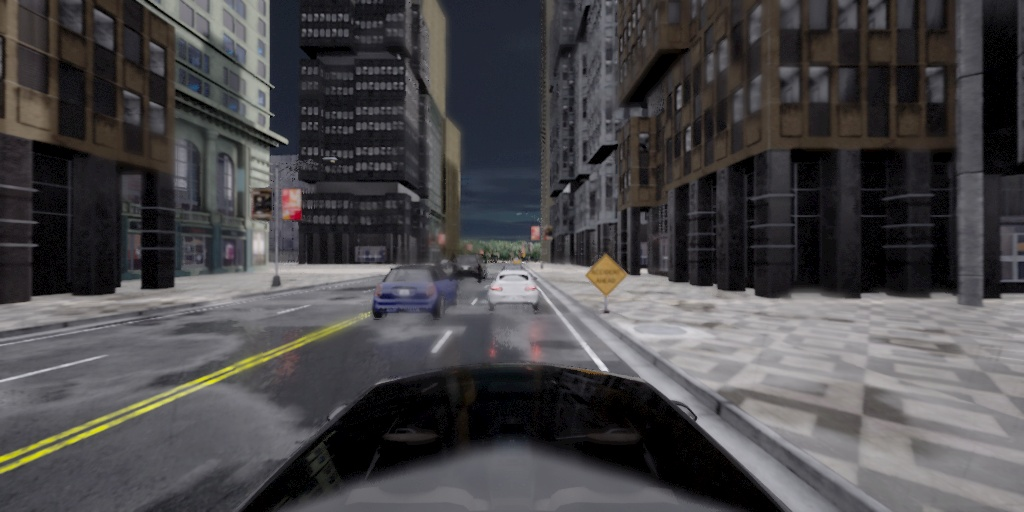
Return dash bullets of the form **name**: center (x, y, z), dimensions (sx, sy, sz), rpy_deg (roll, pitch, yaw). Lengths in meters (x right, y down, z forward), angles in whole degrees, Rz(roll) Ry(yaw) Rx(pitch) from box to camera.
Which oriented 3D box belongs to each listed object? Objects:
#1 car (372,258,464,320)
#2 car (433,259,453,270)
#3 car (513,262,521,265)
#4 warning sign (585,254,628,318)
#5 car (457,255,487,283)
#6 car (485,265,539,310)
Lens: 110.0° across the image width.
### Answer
- **car**: center (-3.186, 1.090, 12.776), dimensions (2.097, 1.767, 4.553), rpy_deg (0, 0, 0)
- **car**: center (-9.830, 1.170, 51.136), dimensions (1.882, 1.535, 5.008), rpy_deg (0, 0, 0)
- **car**: center (0.061, 1.323, 27.324), dimensions (1.895, 1.301, 4.718), rpy_deg (0, 0, 0)
- **warning sign**: center (2.849, 0.856, 10.872), dimensions (1.300, 1.860, 1.060), rpy_deg (0, 0, 0)
- **car**: center (-3.187, 0.945, 27.758), dimensions (2.150, 2.045, 5.566), rpy_deg (0, 0, 0)
- **car**: center (0.071, 1.262, 14.405), dimensions (1.812, 1.442, 4.674), rpy_deg (0, 0, 0)
